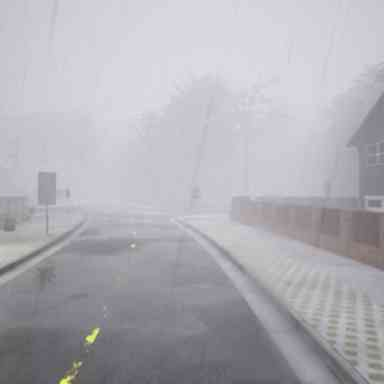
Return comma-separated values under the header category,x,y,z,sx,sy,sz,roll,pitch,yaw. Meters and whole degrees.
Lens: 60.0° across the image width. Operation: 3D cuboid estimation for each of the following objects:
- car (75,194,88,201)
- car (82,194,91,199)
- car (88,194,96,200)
category,x,y,z,sx,sy,sz,roll,pitch,yaw
car,-24.332,1.237,72.082,1.895,1.301,4.718,0,0,-22
car,-27.592,1.078,87.234,1.895,1.301,4.718,0,0,-22
car,-23.615,1.163,77.569,2.128,1.511,4.902,0,0,-22
